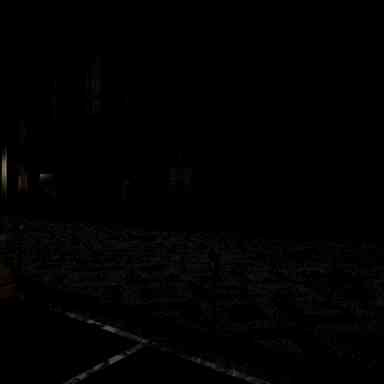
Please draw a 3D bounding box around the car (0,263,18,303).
[{"bbox_3d":[-5.461,1.525,6.877,4.829,1.417,1.752,0,0,36],"label":"car"}]
